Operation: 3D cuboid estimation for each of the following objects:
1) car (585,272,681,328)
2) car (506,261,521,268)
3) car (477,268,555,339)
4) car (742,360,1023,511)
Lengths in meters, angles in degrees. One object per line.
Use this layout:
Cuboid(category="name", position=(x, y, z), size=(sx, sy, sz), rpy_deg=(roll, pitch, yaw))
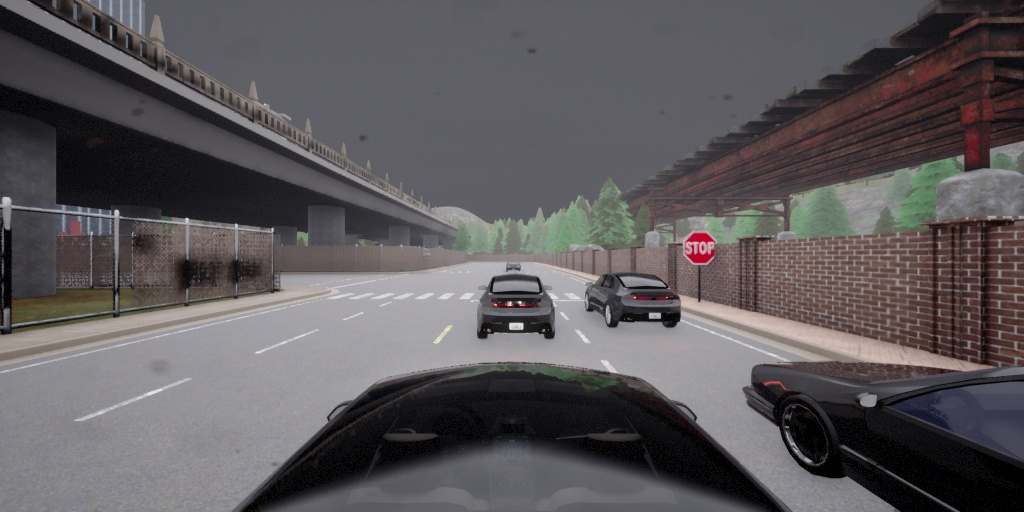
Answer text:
Cuboid(category="car", position=(3.596, 1.255, 11.428), size=(1.837, 1.490, 4.892), rpy_deg=(0, 0, 0))
Cuboid(category="car", position=(0.164, 1.351, 46.346), size=(1.895, 1.301, 4.718), rpy_deg=(0, 0, -1))
Cuboid(category="car", position=(0.095, 1.255, 10.067), size=(1.837, 1.490, 4.892), rpy_deg=(0, 0, 0))
Cuboid(category="car", position=(3.600, 1.297, 1.681), size=(2.033, 1.411, 5.357), rpy_deg=(0, 0, 0))
